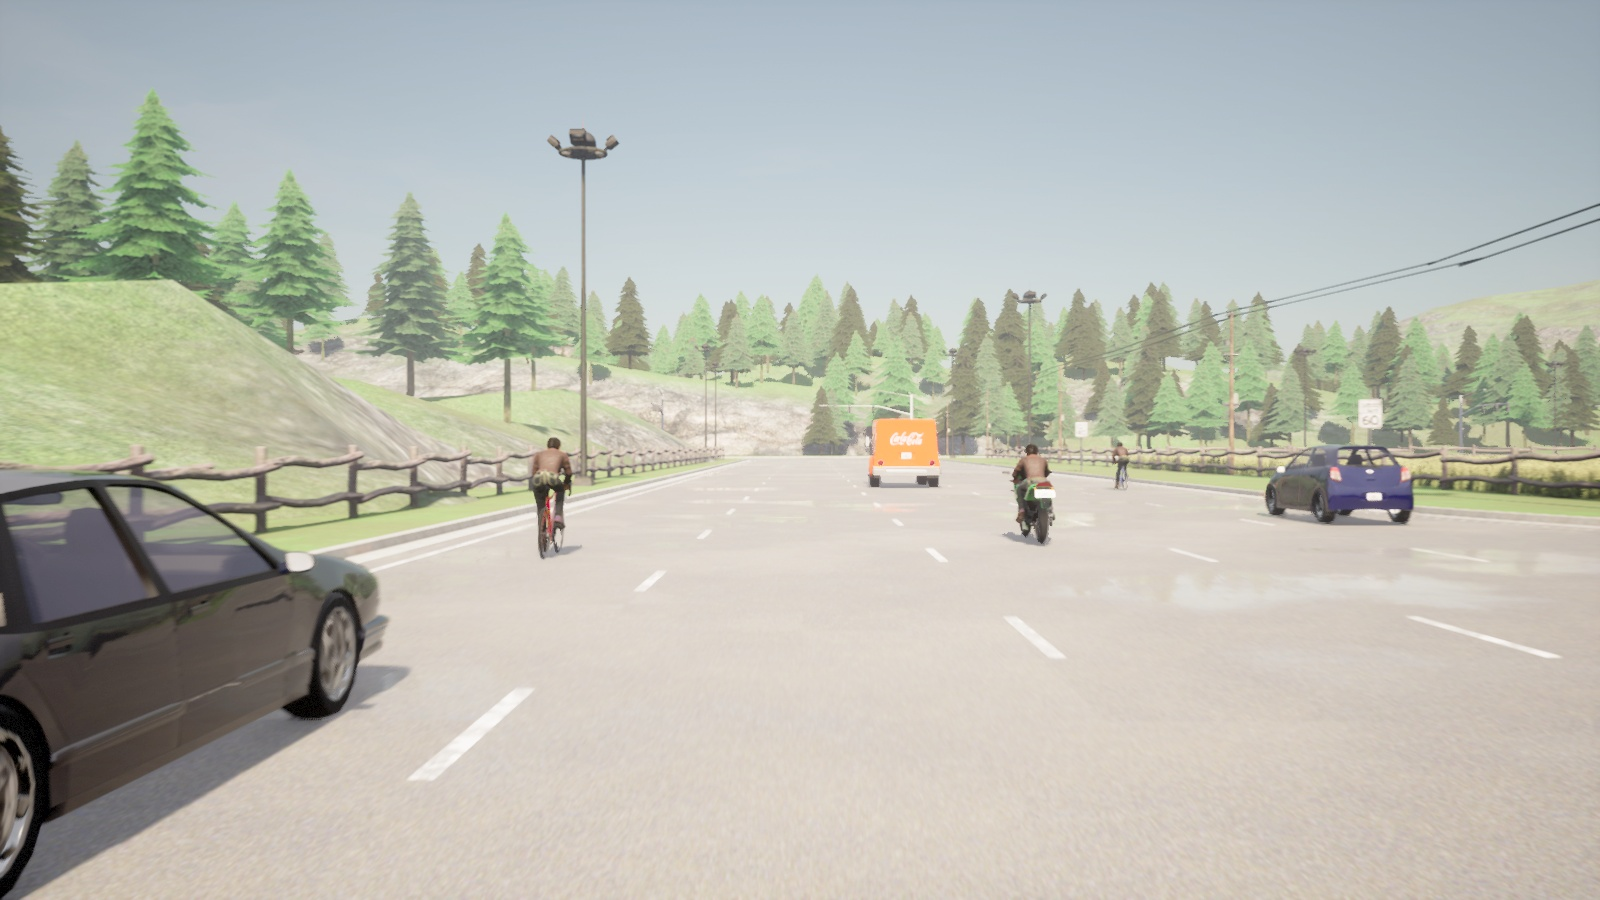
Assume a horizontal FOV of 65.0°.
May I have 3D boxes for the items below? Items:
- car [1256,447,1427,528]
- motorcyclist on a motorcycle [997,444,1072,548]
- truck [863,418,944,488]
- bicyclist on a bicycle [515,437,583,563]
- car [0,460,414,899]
[{"bbox_3d":[10.659,0.694,24.993,1.845,1.501,3.633,0,0,0],"label":"car"},{"bbox_3d":[3.628,0.675,19.566,0.797,1.523,2.044,0,0,0],"label":"motorcyclist on a motorcycle"},{"bbox_3d":[3.784,0.120,46.858,2.627,2.467,5.204,0,0,0],"label":"truck"},{"bbox_3d":[-3.387,0.646,17.051,0.582,1.620,1.656,0,0,0],"label":"bicyclist on a bicycle"},{"bbox_3d":[-3.455,0.776,5.207,2.033,1.411,5.357,0,0,0],"label":"car"}]
